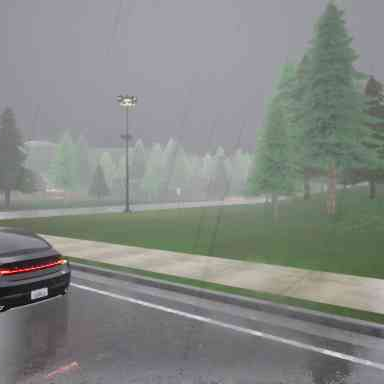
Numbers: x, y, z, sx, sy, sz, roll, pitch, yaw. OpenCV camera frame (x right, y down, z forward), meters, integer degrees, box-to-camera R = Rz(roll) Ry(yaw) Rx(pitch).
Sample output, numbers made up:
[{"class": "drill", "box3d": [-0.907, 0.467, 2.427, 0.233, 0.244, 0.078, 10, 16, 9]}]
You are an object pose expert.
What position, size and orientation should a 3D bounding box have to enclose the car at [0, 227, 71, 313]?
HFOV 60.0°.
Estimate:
[{"class": "car", "box3d": [-4.605, 1.505, 7.153, 4.892, 1.490, 1.837, 0, 0, 35]}]
